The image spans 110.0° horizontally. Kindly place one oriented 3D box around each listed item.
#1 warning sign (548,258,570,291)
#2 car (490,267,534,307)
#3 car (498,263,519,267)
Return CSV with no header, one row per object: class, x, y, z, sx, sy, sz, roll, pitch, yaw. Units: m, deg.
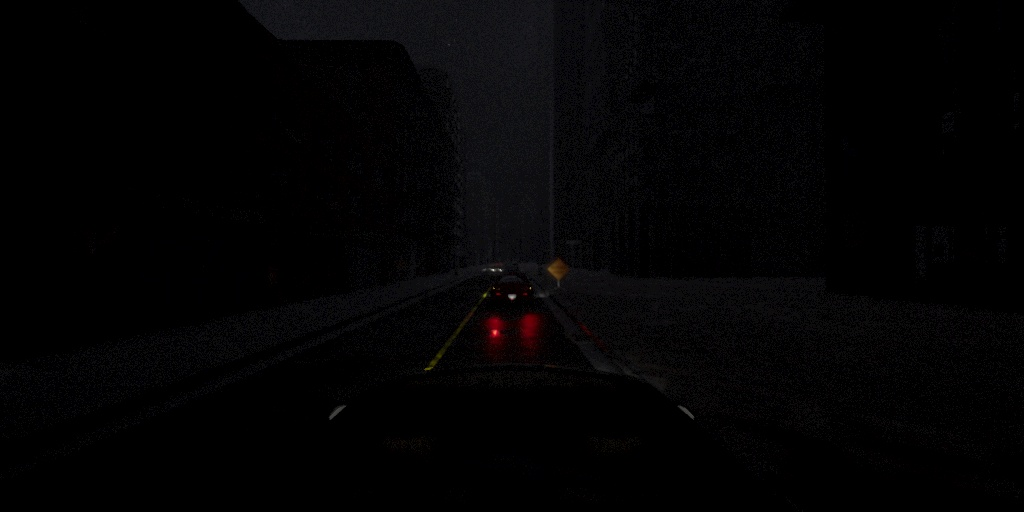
warning sign,2.718,1.047,20.765,1.300,1.860,1.060,0,0,0
car,0.005,1.414,16.228,1.812,1.442,4.674,0,0,0
car,0.005,1.594,31.179,1.994,1.385,4.181,0,0,0
